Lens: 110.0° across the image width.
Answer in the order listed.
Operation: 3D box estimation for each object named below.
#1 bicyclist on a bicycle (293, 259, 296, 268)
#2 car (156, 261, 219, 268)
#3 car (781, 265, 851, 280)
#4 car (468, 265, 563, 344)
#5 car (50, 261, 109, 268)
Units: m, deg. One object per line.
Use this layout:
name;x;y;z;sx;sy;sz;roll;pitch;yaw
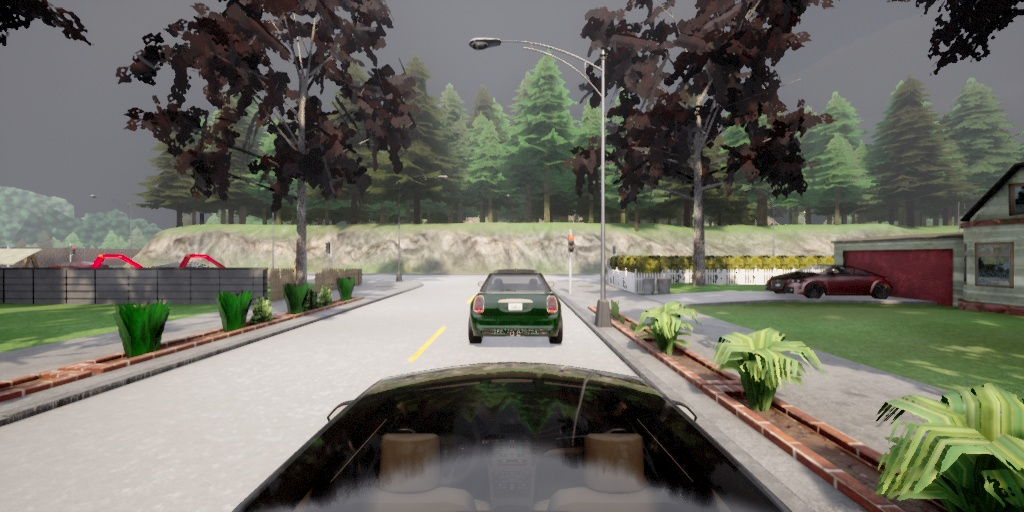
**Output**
bicyclist on a bicycle;-23.711;1.093;39.546;0.582;1.620;1.656;0;0;1
car;-27.929;1.223;31.192;5.008;1.535;1.882;0;0;1
car;29.448;1.271;34.822;4.674;1.442;1.812;0;0;0
car;0.108;1.101;9.759;2.097;1.767;4.553;0;0;1
car;-42.952;1.223;35.433;5.008;1.535;1.882;0;0;1
